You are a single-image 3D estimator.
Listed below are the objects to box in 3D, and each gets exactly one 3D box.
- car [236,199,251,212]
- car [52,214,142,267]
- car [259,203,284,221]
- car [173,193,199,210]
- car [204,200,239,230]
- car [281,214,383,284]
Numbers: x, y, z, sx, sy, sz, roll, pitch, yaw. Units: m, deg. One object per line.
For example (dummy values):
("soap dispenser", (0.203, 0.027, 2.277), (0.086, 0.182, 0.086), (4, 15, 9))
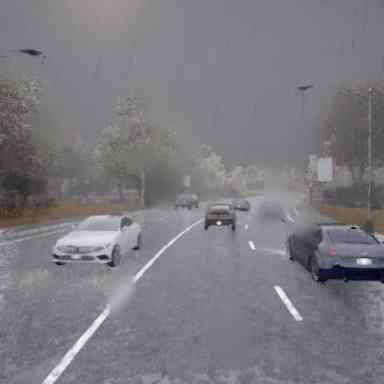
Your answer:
("car", (5.777, 1.559, 39.214), (1.994, 1.385, 4.181), (0, 0, 15))
("car", (-2.995, 1.508, 11.491), (1.812, 1.442, 4.674), (0, 0, 5))
("car", (6.405, 1.554, 26.846), (2.033, 1.411, 5.357), (0, 0, 11))
("car", (-0.655, 1.190, 42.921), (2.150, 2.045, 5.566), (0, 0, 16))
("car", (1.892, 1.497, 21.152), (1.837, 1.490, 4.892), (0, 0, 9))
("car", (4.088, 1.571, 9.636), (1.994, 1.385, 4.181), (0, 0, 4))
